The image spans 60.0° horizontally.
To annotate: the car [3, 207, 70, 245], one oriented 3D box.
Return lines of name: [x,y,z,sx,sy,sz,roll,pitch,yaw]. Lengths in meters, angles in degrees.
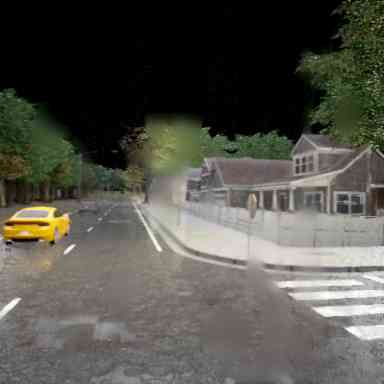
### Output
car: [-6.867,1.431,15.172,1.882,1.535,5.008,1,0,-11]

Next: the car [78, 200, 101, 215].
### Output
car: [-10.563,1.538,34.347,2.033,1.411,5.357,1,0,-11]
